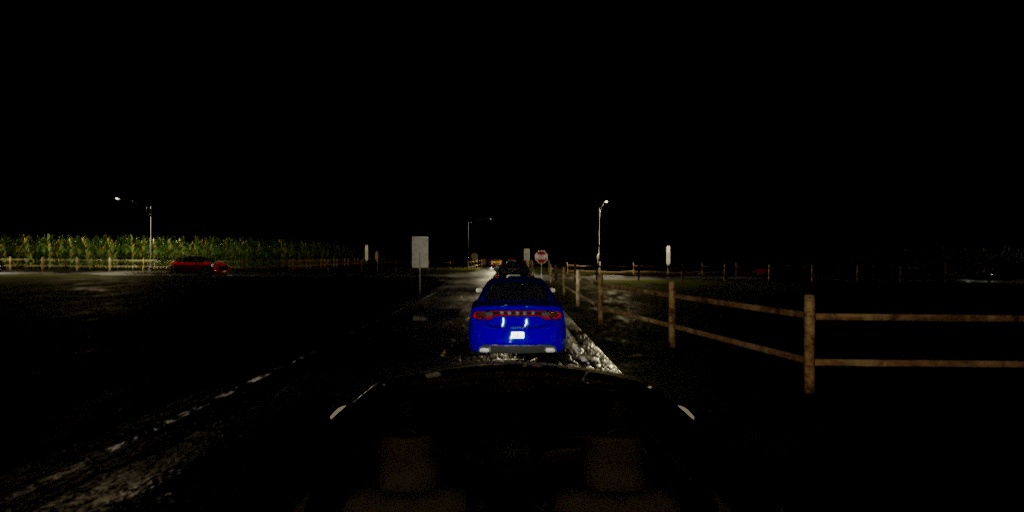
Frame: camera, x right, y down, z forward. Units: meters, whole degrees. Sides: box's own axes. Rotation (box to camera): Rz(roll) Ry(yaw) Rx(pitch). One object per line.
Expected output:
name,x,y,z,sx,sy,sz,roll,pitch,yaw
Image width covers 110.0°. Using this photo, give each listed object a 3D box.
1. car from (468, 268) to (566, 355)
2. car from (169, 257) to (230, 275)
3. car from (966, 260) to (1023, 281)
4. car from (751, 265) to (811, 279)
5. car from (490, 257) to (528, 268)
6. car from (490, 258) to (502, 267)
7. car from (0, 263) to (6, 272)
car,0.095,1.222,8.699,1.882,1.535,5.008,0,0,0
car,-29.138,0.862,33.565,4.553,1.767,2.097,0,0,1
car,48.948,1.377,35.668,5.566,2.045,2.150,1,0,1
car,26.893,1.557,35.975,4.718,1.301,1.895,1,0,1
car,0.090,1.086,19.440,2.097,1.767,4.553,0,0,0
car,-2.808,1.174,63.908,1.882,1.535,5.008,0,0,0
car,-50.990,0.866,33.860,4.674,1.442,1.812,0,0,1
